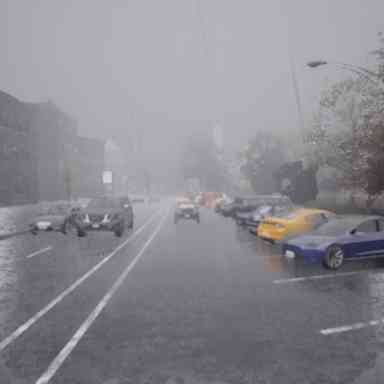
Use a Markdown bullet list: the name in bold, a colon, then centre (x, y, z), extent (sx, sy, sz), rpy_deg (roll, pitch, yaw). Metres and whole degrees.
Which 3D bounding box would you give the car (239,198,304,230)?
- **car**: centre (5.070, 1.339, 16.827), extent (4.553, 1.767, 2.185), rpy_deg (1, 0, -22)

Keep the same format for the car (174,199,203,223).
- **car**: centre (-0.415, 1.509, 25.376), extent (1.812, 1.442, 4.674), rpy_deg (0, 0, -2)

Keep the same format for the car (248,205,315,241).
- **car**: centre (5.161, 1.466, 13.864), extent (5.008, 1.535, 2.097), rpy_deg (1, 0, -21)

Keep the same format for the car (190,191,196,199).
- **car**: centre (3.142, 1.094, 55.400), extent (5.566, 2.045, 2.435), rpy_deg (0, 1, -25)

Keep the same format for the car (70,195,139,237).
- **car**: centre (-4.524, 1.206, 18.127), extent (2.150, 2.045, 5.566), rpy_deg (0, 0, -2)

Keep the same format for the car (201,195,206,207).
- **car**: centre (4.140, 1.473, 40.582), extent (5.008, 1.535, 2.097), rpy_deg (1, 0, -23)

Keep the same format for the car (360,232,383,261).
- **car**: centre (5.305, 1.478, 4.946), extent (4.892, 1.521, 2.231), rpy_deg (1, 0, -21)

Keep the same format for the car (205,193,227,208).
- **car**: centre (4.335, 1.347, 37.622), extent (4.553, 1.767, 2.185), rpy_deg (1, 0, -23)

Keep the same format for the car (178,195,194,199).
- **car**: centre (-1.181, 1.468, 41.717), extent (1.882, 1.535, 5.008), rpy_deg (0, 0, -3)

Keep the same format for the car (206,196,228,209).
- **car**: centre (4.625, 1.470, 34.721), extent (5.366, 1.575, 1.946), rpy_deg (1, 0, -23)

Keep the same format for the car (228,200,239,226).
- **car**: centre (5.031, 1.464, 19.800), extent (5.008, 1.535, 2.097), rpy_deg (1, 0, -22)

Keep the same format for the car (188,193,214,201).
- **car**: centre (1.879, 1.005, 70.228), extent (4.892, 1.521, 2.231), rpy_deg (0, 1, -26)

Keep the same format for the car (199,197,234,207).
- **car**: centre (3.617, 1.457, 49.503), extent (4.792, 1.488, 2.163), rpy_deg (0, 0, -24)

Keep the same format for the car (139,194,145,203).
- **car**: centre (-9.615, 1.227, 60.478), extent (1.882, 1.535, 5.008), rpy_deg (0, 1, -4)

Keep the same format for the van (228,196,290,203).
- **van**: centre (5.043, 1.240, 22.822), extent (4.442, 1.987, 1.878), rpy_deg (1, 0, -22)

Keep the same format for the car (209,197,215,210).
- **car**: centre (4.583, 1.469, 31.681), extent (5.008, 1.535, 2.097), rpy_deg (1, 0, -23)

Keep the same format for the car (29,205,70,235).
- **car**: centre (-7.344, 1.478, 18.693), extent (2.128, 1.511, 4.902), rpy_deg (0, 0, -2)

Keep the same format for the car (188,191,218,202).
- **car**: centre (2.190, 0.826, 67.278), extent (5.566, 2.045, 2.435), rpy_deg (0, 1, -25)

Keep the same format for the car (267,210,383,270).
- **car**: centre (5.193, 1.498, 10.880), extent (4.792, 1.488, 2.163), rpy_deg (1, 0, -21)

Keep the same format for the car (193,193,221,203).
- **car**: centre (2.716, 1.097, 61.358), extent (4.553, 1.767, 2.185), rpy_deg (0, 2, -25)

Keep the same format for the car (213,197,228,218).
- **car**: centre (4.725, 1.467, 28.706), extent (5.008, 1.535, 2.097), rpy_deg (1, 0, -23)

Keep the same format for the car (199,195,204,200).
- **car**: centre (3.981, 1.469, 43.548), extent (4.892, 1.521, 2.231), rpy_deg (1, 1, -24)

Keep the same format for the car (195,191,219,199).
- **car**: centre (3.817, 1.202, 46.533), extent (5.566, 2.045, 2.435), rpy_deg (1, 0, -24)

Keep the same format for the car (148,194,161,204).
- **car**: centre (-6.789, 1.108, 60.195), extent (2.097, 1.767, 4.553), rpy_deg (0, 1, -4)

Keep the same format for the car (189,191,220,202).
- **car**: centre (2.409, 0.899, 64.285), extent (5.566, 2.045, 2.435), rpy_deg (0, 2, -25)
